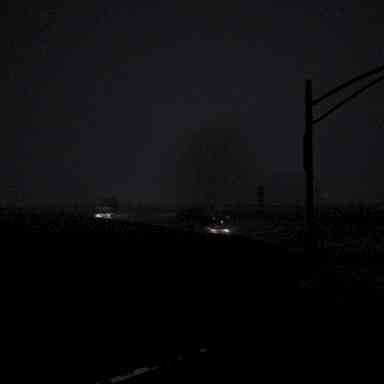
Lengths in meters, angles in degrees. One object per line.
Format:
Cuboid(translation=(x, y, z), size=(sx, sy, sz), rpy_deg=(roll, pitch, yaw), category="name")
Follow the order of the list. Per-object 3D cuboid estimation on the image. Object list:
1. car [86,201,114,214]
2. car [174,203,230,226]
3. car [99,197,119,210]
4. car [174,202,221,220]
Cuboid(translation=(-12.845, 2.233, 45.527), size=(1.895, 1.301, 4.718), rpy_deg=(-1, 0, -35), category="car")
Cuboid(translation=(0.651, 1.861, 26.724), size=(2.033, 1.411, 5.357), rpy_deg=(-1, 0, -36), category="car")
Cuboid(translation=(-13.551, 1.878, 52.713), size=(2.150, 2.045, 5.566), rpy_deg=(-1, 0, -35), category="car")
Cuboid(translation=(0.486, 1.812, 33.289), size=(2.128, 1.511, 4.902), rpy_deg=(-1, 0, -36), category="car")
